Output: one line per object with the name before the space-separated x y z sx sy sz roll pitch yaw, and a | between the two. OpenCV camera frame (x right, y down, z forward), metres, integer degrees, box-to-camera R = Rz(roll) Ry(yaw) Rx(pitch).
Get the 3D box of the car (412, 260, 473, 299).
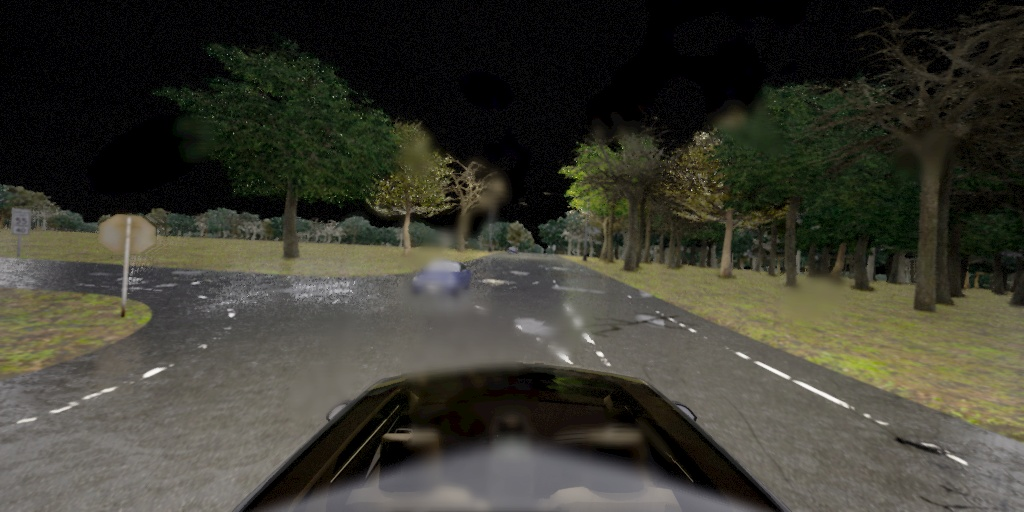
car | -2.884 0.926 15.893 1.812 1.442 4.674 3 1 3
